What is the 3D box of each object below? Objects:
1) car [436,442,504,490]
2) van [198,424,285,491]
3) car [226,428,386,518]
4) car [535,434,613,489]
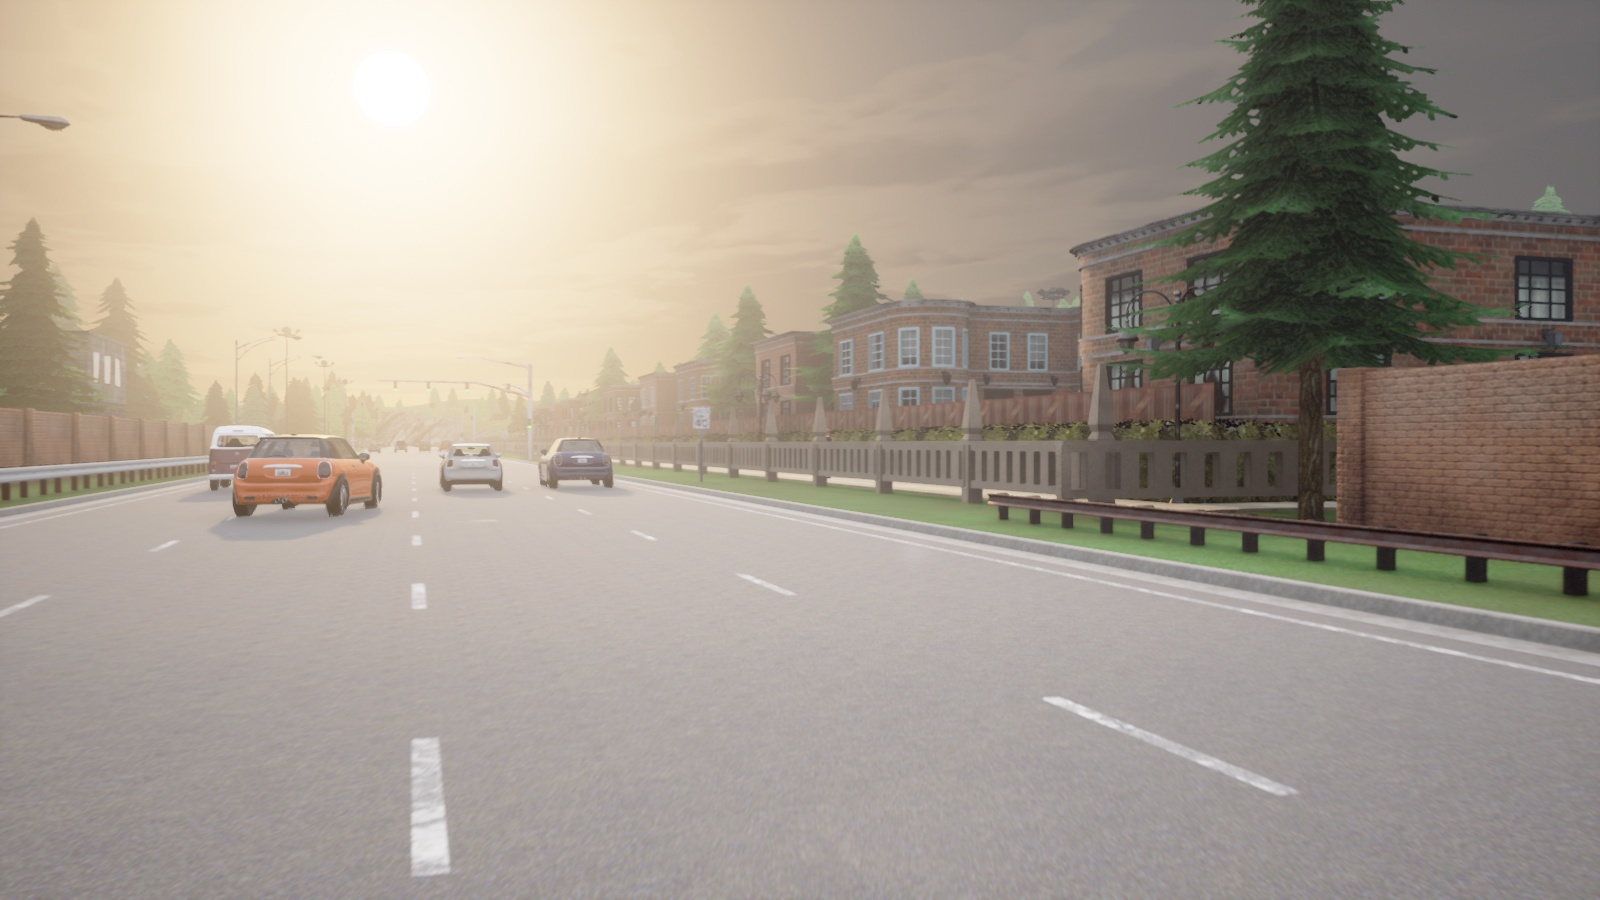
[{"bbox_3d":[-10.758,0.471,40.807,1.970,1.475,3.806,0,0,-17],"label":"car"},{"bbox_3d":[-18.115,0.223,40.919,2.069,2.038,4.480,0,0,-17],"label":"van"},{"bbox_3d":[-10.530,0.442,27.139,2.097,1.767,4.553,0,0,-6],"label":"car"},{"bbox_3d":[-7.800,0.354,43.097,2.097,1.767,4.553,0,0,-17],"label":"car"}]
